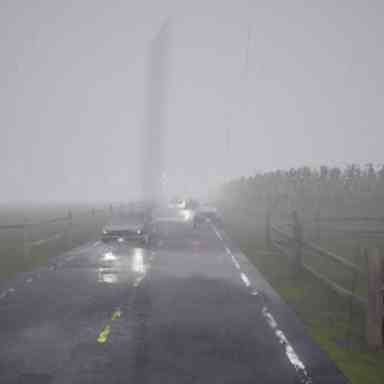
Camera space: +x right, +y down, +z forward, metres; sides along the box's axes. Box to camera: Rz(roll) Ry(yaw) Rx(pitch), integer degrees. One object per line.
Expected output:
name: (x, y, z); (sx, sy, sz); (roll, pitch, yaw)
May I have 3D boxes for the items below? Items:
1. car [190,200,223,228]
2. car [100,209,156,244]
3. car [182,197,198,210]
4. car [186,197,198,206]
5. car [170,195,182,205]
car: (0.965, 1.518, 21.919); (1.812, 1.442, 4.674); (0, 0, 0)
car: (-2.850, 1.541, 16.001); (2.033, 1.411, 5.357); (0, 0, 0)
car: (0.023, 1.492, 42.615); (1.837, 1.490, 4.892); (0, 0, 1)
car: (0.009, 1.547, 55.310); (1.994, 1.385, 4.181); (0, 0, 0)
car: (-2.786, 1.335, 58.789); (2.097, 1.767, 4.553); (0, 0, 1)
